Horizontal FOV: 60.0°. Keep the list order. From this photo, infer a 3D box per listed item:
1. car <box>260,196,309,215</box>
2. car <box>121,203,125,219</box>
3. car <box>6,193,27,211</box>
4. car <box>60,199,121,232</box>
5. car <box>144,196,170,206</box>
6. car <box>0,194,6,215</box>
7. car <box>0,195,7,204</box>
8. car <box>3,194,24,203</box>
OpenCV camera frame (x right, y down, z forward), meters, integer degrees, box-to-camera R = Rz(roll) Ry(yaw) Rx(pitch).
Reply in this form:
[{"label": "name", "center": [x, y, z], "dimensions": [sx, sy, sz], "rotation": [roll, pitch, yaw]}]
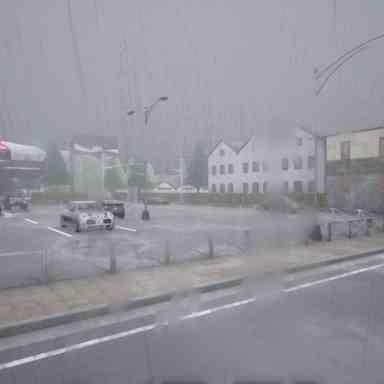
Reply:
[{"label": "car", "center": [8.451, 1.172, 30.648], "dimensions": [2.097, 1.767, 4.553], "rotation": [0, 0, -35]}, {"label": "car", "center": [-6.733, 1.311, 25.548], "dimensions": [2.007, 1.523, 4.514], "rotation": [0, 0, -36]}, {"label": "car", "center": [-20.121, 1.091, 37.949], "dimensions": [1.905, 1.878, 3.866], "rotation": [0, 0, -36]}, {"label": "car", "center": [-5.603, 1.246, 17.685], "dimensions": [1.970, 1.475, 3.806], "rotation": [0, 0, -36]}, {"label": "car", "center": [-5.370, 1.365, 50.174], "dimensions": [2.033, 1.411, 5.357], "rotation": [0, 0, -35]}, {"label": "car", "center": [-18.207, 1.112, 29.640], "dimensions": [1.932, 1.855, 4.605], "rotation": [0, 0, -36]}, {"label": "car", "center": [-39.486, 1.494, 65.901], "dimensions": [4.611, 1.667, 2.242], "rotation": [0, 0, -36]}, {"label": "car", "center": [-39.260, 1.325, 73.030], "dimensions": [3.866, 1.878, 1.905], "rotation": [0, 0, -36]}]
